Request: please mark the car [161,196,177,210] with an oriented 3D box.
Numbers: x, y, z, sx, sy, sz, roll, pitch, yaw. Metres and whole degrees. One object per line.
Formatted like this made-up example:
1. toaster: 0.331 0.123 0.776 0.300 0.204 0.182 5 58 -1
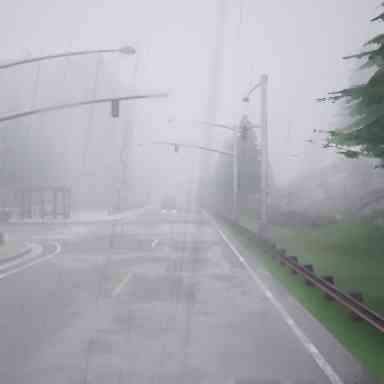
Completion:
1. car: -3.518 1.660 51.599 2.150 2.045 5.566 0 0 0
